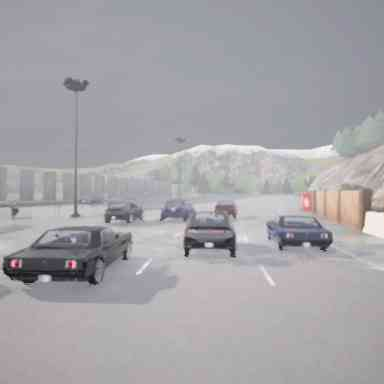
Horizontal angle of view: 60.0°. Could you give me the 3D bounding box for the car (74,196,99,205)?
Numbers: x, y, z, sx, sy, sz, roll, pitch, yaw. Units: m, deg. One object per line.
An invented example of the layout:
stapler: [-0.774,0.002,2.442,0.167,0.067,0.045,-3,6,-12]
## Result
car: [-18.648,1.415,59.262,1.837,1.490,4.892,0,0,17]

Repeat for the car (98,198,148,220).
car: [-4.943,1.480,24.756,1.837,1.490,4.892,0,0,8]

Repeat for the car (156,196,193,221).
car: [-1.070,1.342,26.824,2.097,1.767,4.553,0,0,9]

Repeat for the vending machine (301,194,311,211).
vending machine: [14.263,1.245,41.661,1.100,2.100,0.880,0,0,16]

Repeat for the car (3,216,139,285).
car: [-3.050,1.586,9.420,1.895,1.301,4.718,0,0,3]

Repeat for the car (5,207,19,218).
car: [-15.647,1.532,25.616,1.895,1.301,4.718,0,0,9]

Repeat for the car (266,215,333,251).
car: [4.325,1.616,14.202,1.895,1.301,4.718,0,0,5]

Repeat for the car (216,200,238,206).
car: [3.230,1.485,31.091,1.882,1.535,5.008,0,0,11]

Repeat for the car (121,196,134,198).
car: [-11.572,1.432,58.563,2.128,1.511,4.902,0,0,17]

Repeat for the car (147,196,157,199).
car: [-7.326,1.487,60.542,1.837,1.490,4.892,0,3,17]

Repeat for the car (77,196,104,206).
car: [-16.399,1.413,54.602,2.128,1.511,4.902,0,0,17]

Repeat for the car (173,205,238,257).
car: [0.737,1.492,13.061,2.128,1.511,4.902,0,0,5]
